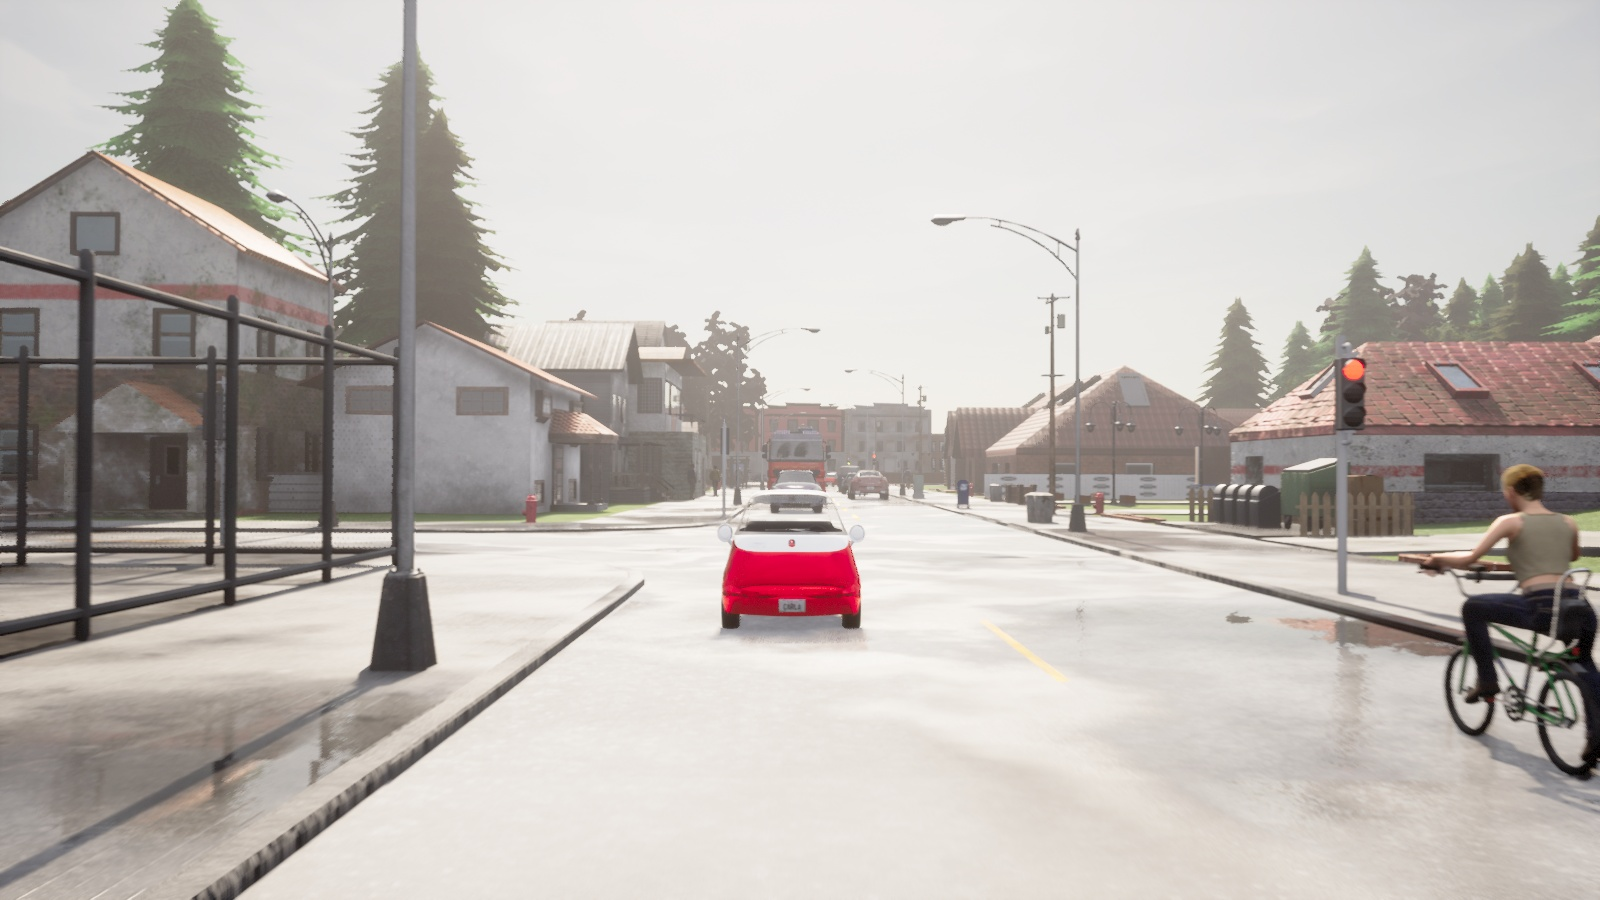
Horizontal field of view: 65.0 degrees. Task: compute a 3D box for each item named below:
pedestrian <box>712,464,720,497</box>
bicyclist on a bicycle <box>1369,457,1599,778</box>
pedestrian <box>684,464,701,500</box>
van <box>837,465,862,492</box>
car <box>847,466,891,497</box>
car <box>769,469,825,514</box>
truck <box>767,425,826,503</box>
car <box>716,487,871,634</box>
[{"bbox_3d":[-4.821,1.750,72.050,0.431,1.840,0.709,0,-1,0],"label":"pedestrian"},{"bbox_3d":[3.992,0.854,7.078,0.866,1.612,1.509,0,-1,0],"label":"bicyclist on a bicycle"},{"bbox_3d":[-5.442,1.610,63.540,0.726,1.835,0.370,0,-1,-37],"label":"pedestrian"},{"bbox_3d":[3.737,2.143,95.023,1.775,1.987,4.442,0,-1,0],"label":"van"},{"bbox_3d":[3.814,1.758,70.463,2.152,1.651,5.027,0,-1,0],"label":"car"},{"bbox_3d":[-0.136,1.555,48.396,2.033,1.649,4.856,0,-1,-1],"label":"car"},{"bbox_3d":[-0.176,0.751,65.719,2.891,3.827,8.468,0,-1,0],"label":"truck"},{"bbox_3d":[-0.092,1.090,13.131,1.481,1.376,2.207,0,-1,-1],"label":"car"}]
